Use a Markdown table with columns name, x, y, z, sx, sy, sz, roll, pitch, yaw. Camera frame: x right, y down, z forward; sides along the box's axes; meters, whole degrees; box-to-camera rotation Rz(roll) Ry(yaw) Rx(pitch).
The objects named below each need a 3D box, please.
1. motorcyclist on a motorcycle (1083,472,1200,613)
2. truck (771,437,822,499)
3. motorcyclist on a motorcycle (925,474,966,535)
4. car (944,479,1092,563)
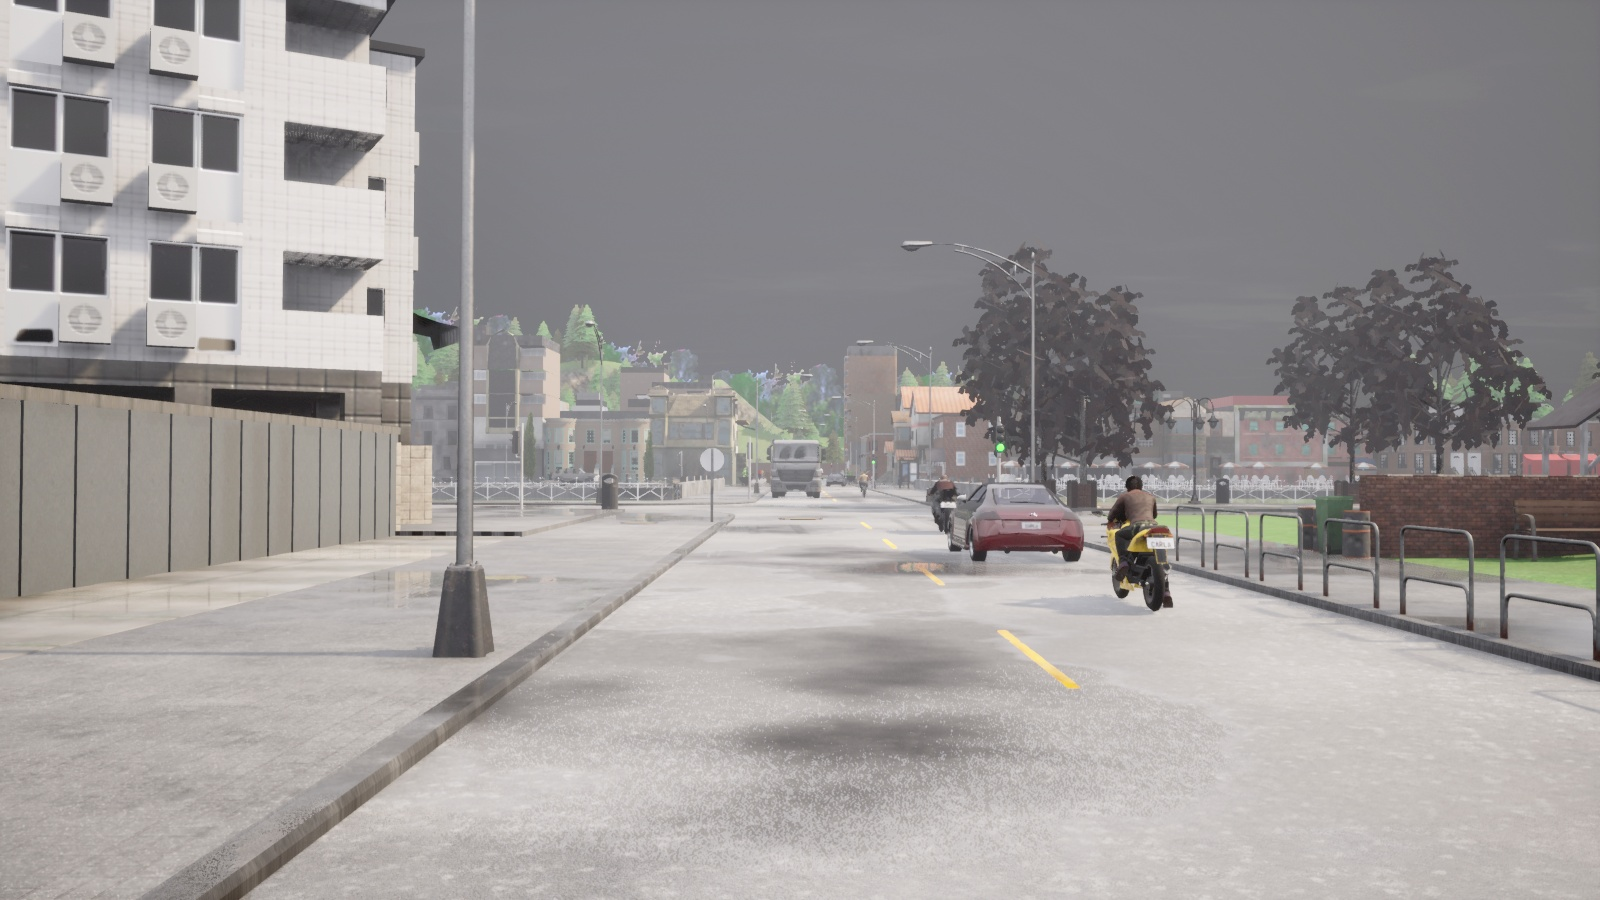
| name | x | y | z | sx | sy | sz | roll | pitch | yaw |
| --- | --- | --- | --- | --- | --- | --- | --- | --- | --- |
| motorcyclist on a motorcycle | 3.957 | 1.028 | 14.727 | 0.797 | 1.523 | 2.044 | 0 | -1 | 0 |
| truck | -0.218 | 1.085 | 74.708 | 2.891 | 3.462 | 7.936 | 0 | -1 | 0 |
| motorcyclist on a motorcycle | 3.719 | 1.376 | 32.320 | 0.866 | 1.530 | 2.191 | 0 | -1 | 2 |
| car | 3.933 | 1.254 | 23.348 | 1.994 | 1.385 | 4.181 | 0 | -1 | 0 |
